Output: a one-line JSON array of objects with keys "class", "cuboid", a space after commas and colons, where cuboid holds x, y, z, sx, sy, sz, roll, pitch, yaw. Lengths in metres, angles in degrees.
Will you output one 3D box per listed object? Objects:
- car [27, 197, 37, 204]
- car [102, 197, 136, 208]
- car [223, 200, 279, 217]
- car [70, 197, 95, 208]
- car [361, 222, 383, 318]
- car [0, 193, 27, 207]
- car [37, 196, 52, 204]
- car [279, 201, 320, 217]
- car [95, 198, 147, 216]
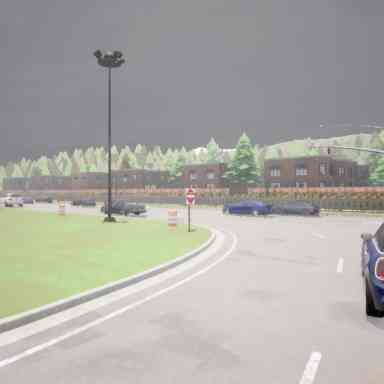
[{"class": "car", "cuboid": [-31.790, 1.562, 62.912, 4.181, 1.385, 1.994, 0, 0, 41]}, {"class": "car", "cuboid": [-10.934, 1.547, 49.574, 5.357, 1.411, 2.033, 0, 0, 41]}, {"class": "car", "cuboid": [5.163, 1.477, 31.081, 5.008, 1.535, 1.882, 0, 0, 41]}, {"class": "car", "cuboid": [-16.306, 1.492, 49.584, 4.902, 1.511, 2.128, 0, 0, 41]}, {"class": "car", "cuboid": [4.807, 1.352, 7.050, 2.097, 1.767, 4.553, 0, 0, 26]}, {"class": "car", "cuboid": [-27.430, 1.223, 49.929, 5.566, 2.045, 2.150, 0, 0, 41]}, {"class": "car", "cuboid": [-29.238, 1.503, 65.271, 4.892, 1.490, 1.837, 0, 0, 41]}, {"class": "car", "cuboid": [9.908, 1.564, 31.612, 4.181, 1.385, 1.994, 0, 0, 41]}, {"class": "car", "cuboid": [-6.695, 1.547, 32.060, 5.357, 1.411, 2.033, 0, 0, 41]}]
